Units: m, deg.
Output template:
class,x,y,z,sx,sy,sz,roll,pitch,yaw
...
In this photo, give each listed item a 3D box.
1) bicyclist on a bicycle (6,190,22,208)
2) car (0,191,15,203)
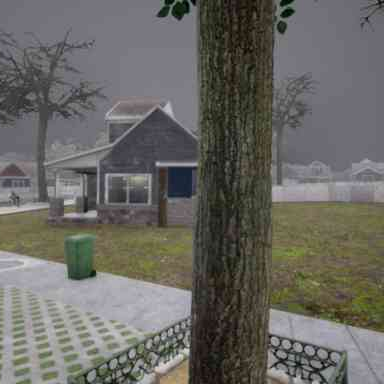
class,x,y,z,sx,sy,sz,roll,pitch,yaw
bicyclist on a bicycle,-16.916,0.683,31.579,1.656,1.620,0.582,1,2,11
car,-21.855,0.632,37.138,1.812,1.442,4.674,1,2,10
